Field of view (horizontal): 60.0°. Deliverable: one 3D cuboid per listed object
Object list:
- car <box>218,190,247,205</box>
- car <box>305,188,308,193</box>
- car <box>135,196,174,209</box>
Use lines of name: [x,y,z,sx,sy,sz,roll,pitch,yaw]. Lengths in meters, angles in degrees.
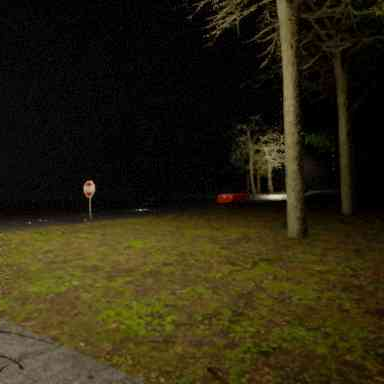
car: [5.021,0.549,40.871,2.097,1.767,4.553,-3,0,35]
car: [23.710,-0.363,71.668,1.895,1.301,4.718,-3,0,27]
car: [-4.309,1.240,39.653,2.033,1.411,5.357,-3,0,35]
